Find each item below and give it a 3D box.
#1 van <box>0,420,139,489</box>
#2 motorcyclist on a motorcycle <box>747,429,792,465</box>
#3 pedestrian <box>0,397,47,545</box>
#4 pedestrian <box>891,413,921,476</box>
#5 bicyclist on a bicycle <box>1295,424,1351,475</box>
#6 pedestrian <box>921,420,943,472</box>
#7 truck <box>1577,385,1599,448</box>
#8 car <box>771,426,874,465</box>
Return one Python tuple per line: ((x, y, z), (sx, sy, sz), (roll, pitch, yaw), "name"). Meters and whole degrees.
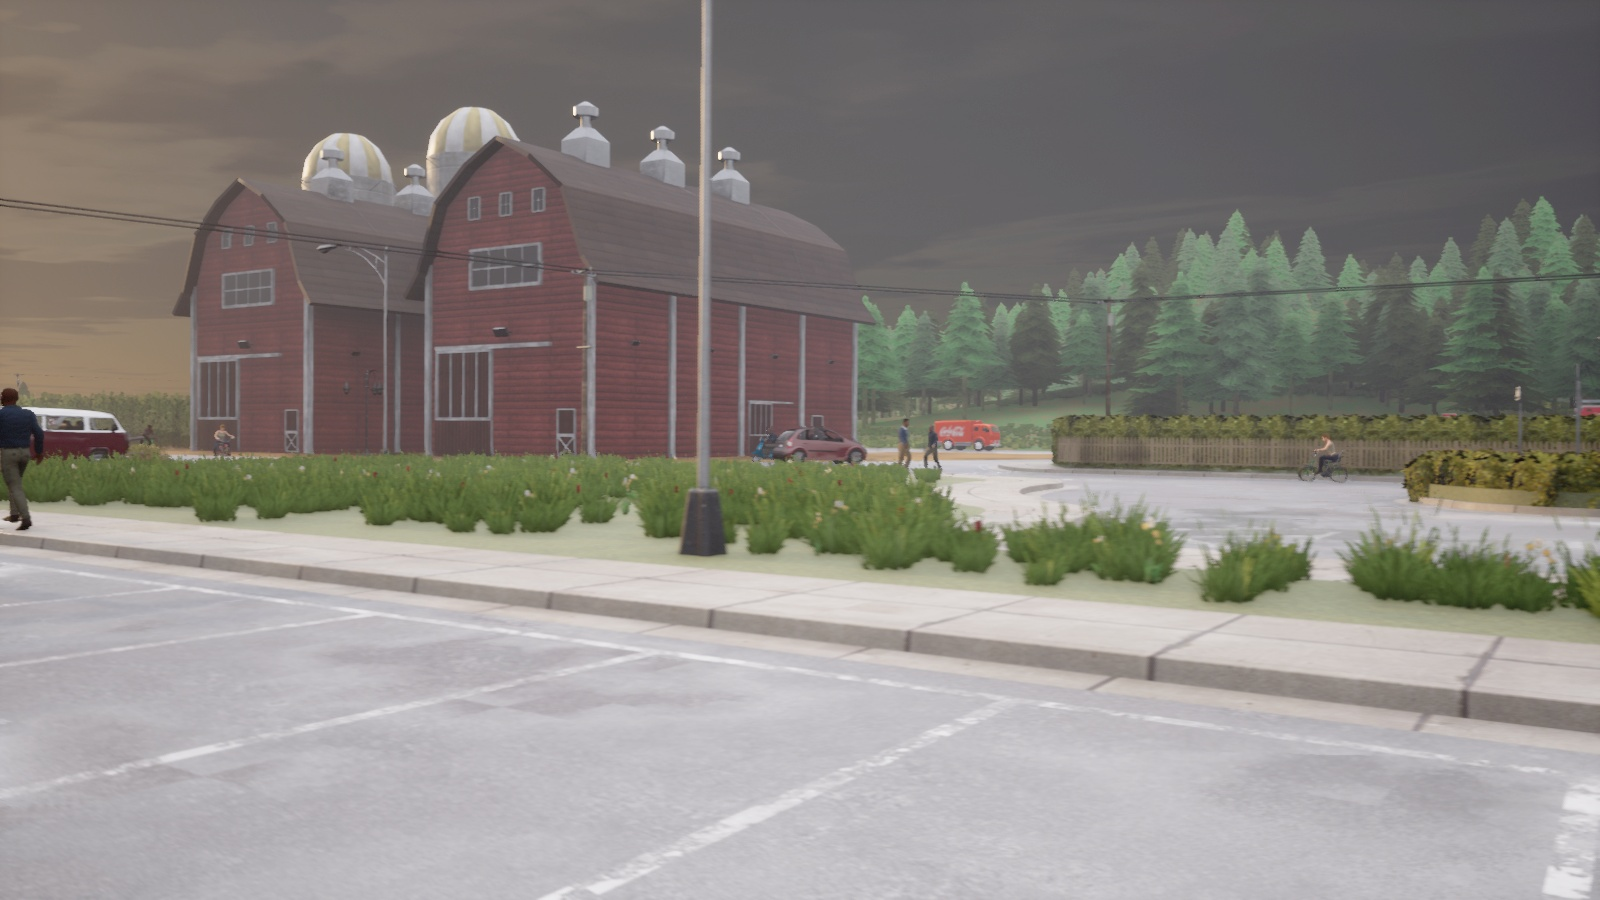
((-23.411, 0.127, 39.162), (2.069, 2.038, 4.480), (0, 0, 34), "van")
((-1.390, -0.161, 56.783), (1.817, 1.590, 0.866), (-1, 1, -25), "motorcyclist on a motorcycle")
((-9.957, 0.259, 15.945), (0.726, 1.835, 0.370), (0, 1, 33), "pedestrian")
((3.272, -0.172, 38.778), (0.788, 1.949, 0.423), (0, 1, 35), "pedestrian")
((16.840, -0.036, 40.424), (1.509, 1.612, 0.866), (0, 1, 35), "bicyclist on a bicycle")
((4.748, -0.142, 45.143), (0.726, 1.842, 0.402), (-1, 1, -38), "pedestrian")
((51.981, -2.080, 75.870), (8.468, 3.827, 2.891), (0, 1, 29), "truck")
((0.962, -0.205, 54.013), (3.988, 1.617, 1.851), (-1, 1, -25), "car")
